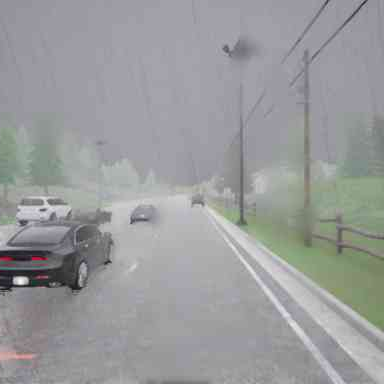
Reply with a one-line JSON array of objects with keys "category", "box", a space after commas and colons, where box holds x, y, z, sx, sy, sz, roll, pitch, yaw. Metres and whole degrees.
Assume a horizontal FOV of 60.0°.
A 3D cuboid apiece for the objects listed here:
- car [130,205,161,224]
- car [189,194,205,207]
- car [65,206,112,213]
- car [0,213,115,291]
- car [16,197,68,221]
[{"category": "car", "box": [-3.522, 1.672, 25.756, 1.994, 1.385, 4.181, 0, 0, 0]}, {"category": "car", "box": [0.951, 1.423, 55.572, 2.150, 2.045, 5.566, 0, 0, 0]}, {"category": "car", "box": [-7.011, 1.714, 23.516, 1.895, 1.301, 4.718, 0, 0, 0]}, {"category": "car", "box": [-3.451, 1.552, 9.116, 1.837, 1.490, 4.892, 0, 0, 0]}, {"category": "car", "box": [-10.515, 1.350, 24.149, 2.150, 2.045, 5.566, 0, 0, 0]}]
